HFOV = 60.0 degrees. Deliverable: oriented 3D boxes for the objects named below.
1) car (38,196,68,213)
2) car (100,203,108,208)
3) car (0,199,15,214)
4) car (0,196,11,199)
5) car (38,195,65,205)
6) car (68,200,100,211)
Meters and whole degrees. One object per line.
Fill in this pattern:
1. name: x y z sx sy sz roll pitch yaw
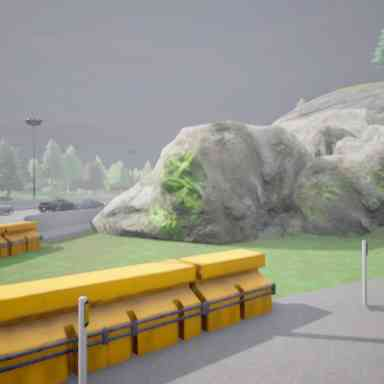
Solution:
1. car: -14.466 1.443 35.923 1.837 1.490 4.892 0 0 11
2. car: -7.506 1.476 35.031 1.994 1.385 4.181 0 0 11
3. car: -18.971 1.574 31.275 1.895 1.301 4.718 0 0 11
4. car: -32.129 1.452 55.177 1.837 1.490 4.892 0 0 12
5. car: -24.403 1.409 57.995 1.882 1.535 5.008 0 0 11
6. car: -10.948 1.488 35.663 1.994 1.385 4.181 0 0 11
